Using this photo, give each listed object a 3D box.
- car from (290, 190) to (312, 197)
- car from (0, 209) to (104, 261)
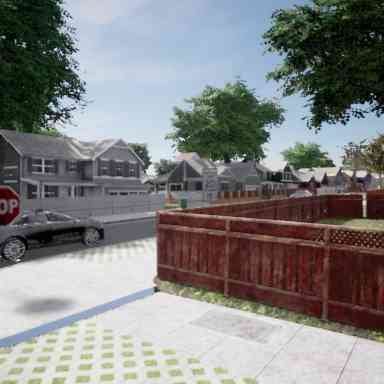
[{"bbox_3d":[15.108,0.509,46.101,2.097,1.767,4.553,0,1,35],"label":"car"},{"bbox_3d":[-5.417,1.370,11.948,2.128,1.511,4.902,0,1,35],"label":"car"}]
